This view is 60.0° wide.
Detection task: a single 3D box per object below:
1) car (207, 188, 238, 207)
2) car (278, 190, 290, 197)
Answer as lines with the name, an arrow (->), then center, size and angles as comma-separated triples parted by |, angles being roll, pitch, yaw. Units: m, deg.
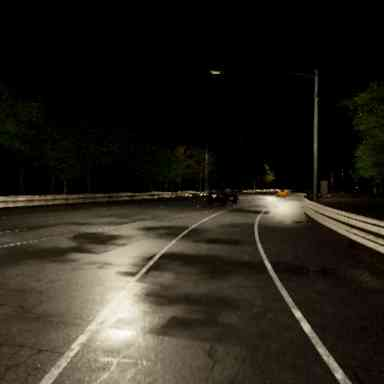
car -> 3.606, 0.565, 38.740 | 2.150, 2.045, 5.566 | 1, 1, 26
car -> 19.911, 0.237, 72.079 | 1.882, 1.535, 5.008 | 1, 1, 26
